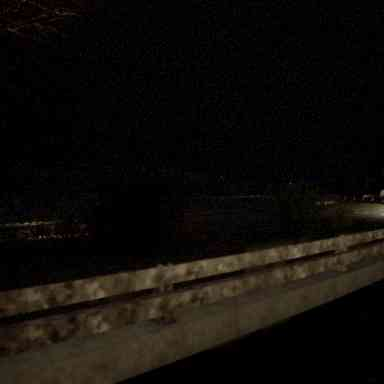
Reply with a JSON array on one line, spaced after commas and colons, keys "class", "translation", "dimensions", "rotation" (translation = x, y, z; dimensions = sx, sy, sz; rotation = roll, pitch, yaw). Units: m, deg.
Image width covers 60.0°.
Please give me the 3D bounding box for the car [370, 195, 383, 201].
[{"class": "car", "translation": [44.378, 1.476, 79.035], "dimensions": [2.033, 1.411, 5.357], "rotation": [0, 0, 1]}]
